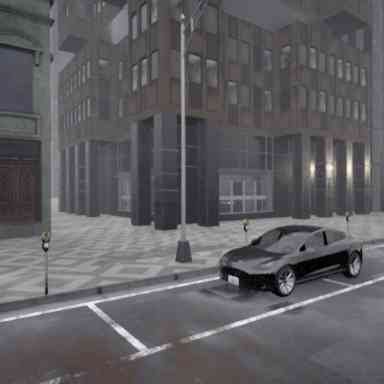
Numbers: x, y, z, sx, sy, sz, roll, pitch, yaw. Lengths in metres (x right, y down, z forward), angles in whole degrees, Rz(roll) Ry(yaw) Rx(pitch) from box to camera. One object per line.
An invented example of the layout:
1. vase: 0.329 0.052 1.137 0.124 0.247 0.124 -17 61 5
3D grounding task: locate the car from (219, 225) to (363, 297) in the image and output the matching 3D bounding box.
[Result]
1. car: 2.684 1.558 8.556 4.313 1.339 1.947 0 0 -35
